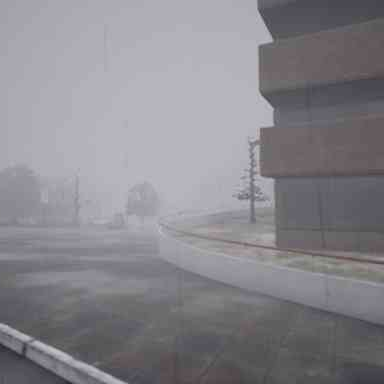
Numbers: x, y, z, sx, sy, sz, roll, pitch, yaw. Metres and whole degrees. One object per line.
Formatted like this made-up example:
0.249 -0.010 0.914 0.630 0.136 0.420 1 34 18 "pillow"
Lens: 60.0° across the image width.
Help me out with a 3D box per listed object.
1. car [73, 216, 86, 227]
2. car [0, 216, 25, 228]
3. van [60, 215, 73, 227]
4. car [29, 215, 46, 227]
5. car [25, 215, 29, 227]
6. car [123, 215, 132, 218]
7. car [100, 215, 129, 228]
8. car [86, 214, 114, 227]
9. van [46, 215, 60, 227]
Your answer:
-22.638 5.610 60.897 4.892 1.521 2.231 0 -5 5 "car"
-25.073 3.923 43.431 2.128 1.511 4.902 -1 -6 25 "car"
-23.811 5.102 58.197 4.442 1.987 1.878 0 -6 5 "van"
-26.687 4.755 52.748 5.366 1.575 1.946 0 -5 5 "car"
-27.791 4.514 50.006 4.674 1.452 2.002 0 -6 5 "car"
-18.820 7.965 90.789 2.163 1.488 4.792 1 1 10 "car"
-15.041 6.006 64.783 2.097 1.767 4.553 -1 -6 25 "car"
-18.815 6.210 69.085 5.566 2.045 2.435 0 -5 5 "car"
-25.096 4.817 55.469 4.442 1.987 1.878 0 -6 5 "van"
